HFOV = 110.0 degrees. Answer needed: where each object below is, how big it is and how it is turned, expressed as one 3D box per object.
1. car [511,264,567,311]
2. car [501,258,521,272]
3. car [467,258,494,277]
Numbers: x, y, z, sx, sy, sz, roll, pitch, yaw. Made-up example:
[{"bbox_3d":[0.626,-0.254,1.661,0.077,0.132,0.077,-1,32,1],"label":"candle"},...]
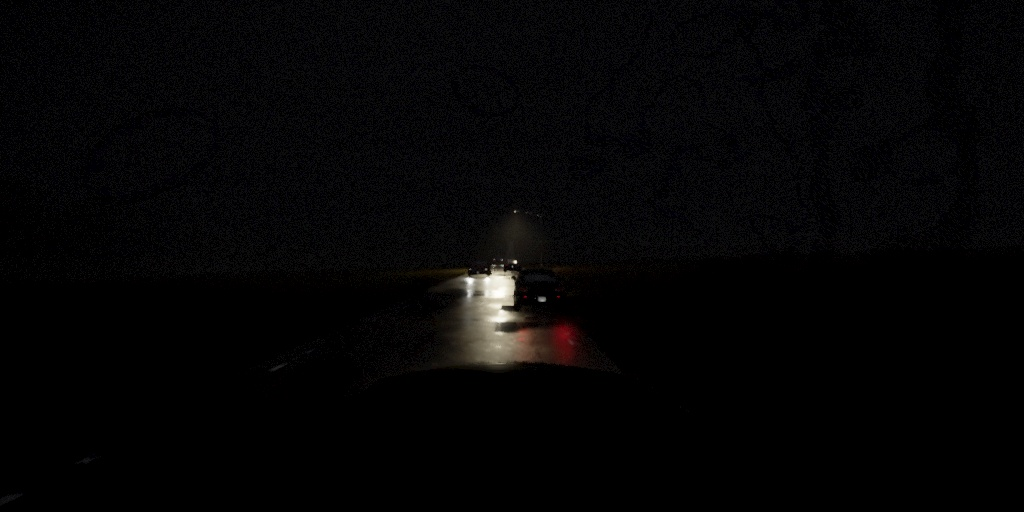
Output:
[{"bbox_3d":[0.959,1.194,13.728,1.812,1.442,4.674,0,0,0],"label":"car"},{"bbox_3d":[0.057,1.114,40.942,1.994,1.385,4.181,0,0,0],"label":"car"},{"bbox_3d":[-2.853,1.096,32.379,1.812,1.442,4.674,0,0,0],"label":"car"}]
